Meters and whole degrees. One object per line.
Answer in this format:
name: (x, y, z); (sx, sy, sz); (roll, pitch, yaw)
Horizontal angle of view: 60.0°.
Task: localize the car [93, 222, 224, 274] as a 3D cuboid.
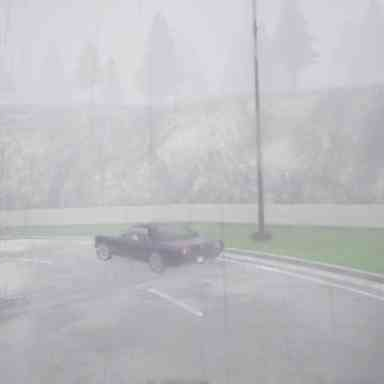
car: (-1.315, 1.643, 10.803); (1.895, 1.301, 4.718); (-2, 0, -44)
